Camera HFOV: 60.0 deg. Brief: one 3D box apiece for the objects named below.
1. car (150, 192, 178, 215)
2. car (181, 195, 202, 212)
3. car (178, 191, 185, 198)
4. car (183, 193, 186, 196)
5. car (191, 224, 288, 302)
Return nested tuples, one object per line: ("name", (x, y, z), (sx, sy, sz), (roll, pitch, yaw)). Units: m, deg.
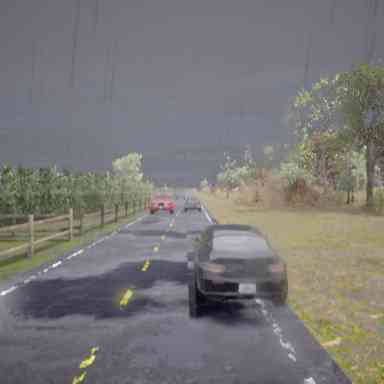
("car", (-2.848, 1.092, 33.087), (2.150, 2.045, 5.566), (0, 0, 0))
("car", (0.082, 1.402, 36.830), (2.033, 1.411, 5.357), (0, 0, 0))
("car", (-2.785, 0.825, 82.866), (2.150, 2.045, 5.566), (0, 0, 0))
("car", (0.018, 1.302, 48.639), (1.837, 1.490, 4.892), (0, 0, 0))
("car", (0.963, 1.497, 8.069), (1.812, 1.442, 4.674), (0, 0, 0))
